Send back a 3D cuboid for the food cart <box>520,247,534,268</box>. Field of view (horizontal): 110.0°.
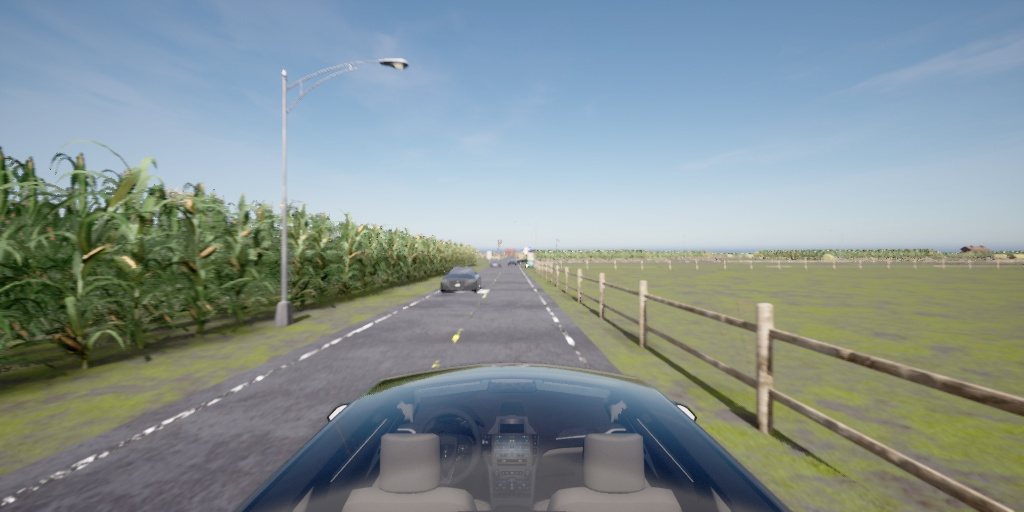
[{"bbox_3d":[3.122,0.222,62.412,2.280,3.560,4.660,0,0,0],"label":"food cart"}]

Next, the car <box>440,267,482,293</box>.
[{"bbox_3d":[-2.849,1.325,20.619,1.994,1.385,4.181,0,0,0],"label":"car"}]

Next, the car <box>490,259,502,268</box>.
[{"bbox_3d":[-2.791,1.282,61.704,1.812,1.442,4.674,0,0,1],"label":"car"}]
